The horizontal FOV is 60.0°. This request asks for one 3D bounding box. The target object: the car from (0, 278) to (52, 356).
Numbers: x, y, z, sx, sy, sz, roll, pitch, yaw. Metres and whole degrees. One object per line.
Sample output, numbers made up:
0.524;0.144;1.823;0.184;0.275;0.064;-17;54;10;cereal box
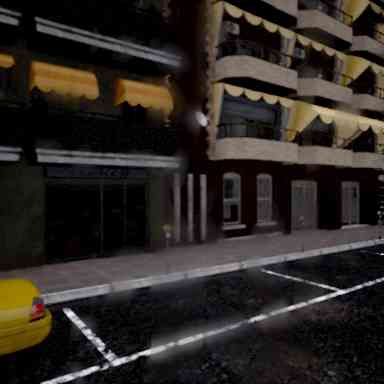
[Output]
-4.173;1.522;3.593;4.829;1.417;1.752;0;-1;-35;car
